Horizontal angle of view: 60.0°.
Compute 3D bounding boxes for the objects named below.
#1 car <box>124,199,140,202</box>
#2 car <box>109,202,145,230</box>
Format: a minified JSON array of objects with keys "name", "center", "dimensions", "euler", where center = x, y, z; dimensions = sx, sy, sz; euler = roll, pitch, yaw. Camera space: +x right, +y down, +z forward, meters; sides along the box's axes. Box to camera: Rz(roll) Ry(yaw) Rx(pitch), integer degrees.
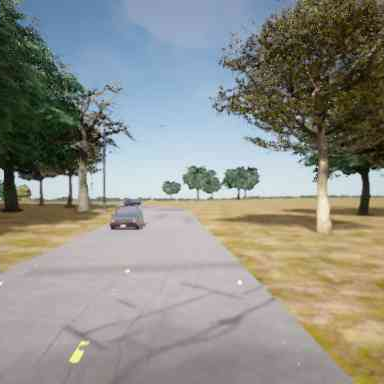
[{"name":"car","center":[-11.247,1.943,62.849],"dimensions":[2.033,1.411,5.357],"euler":[1,-1,-31]},{"name":"car","center":[-4.253,1.671,22.485],"dimensions":[2.033,1.411,5.357],"euler":[0,0,-3]}]
